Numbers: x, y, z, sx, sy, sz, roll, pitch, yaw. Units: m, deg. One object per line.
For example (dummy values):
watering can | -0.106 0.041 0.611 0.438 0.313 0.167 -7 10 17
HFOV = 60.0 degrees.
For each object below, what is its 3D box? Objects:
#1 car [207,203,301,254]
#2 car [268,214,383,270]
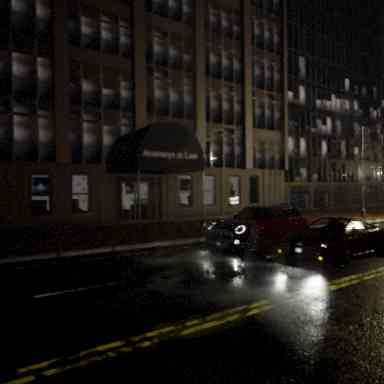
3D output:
car | 2.795 1.345 13.680 4.553 1.767 2.097 0 0 -36
car | 4.811 1.555 11.125 4.181 1.385 1.994 0 0 -36
